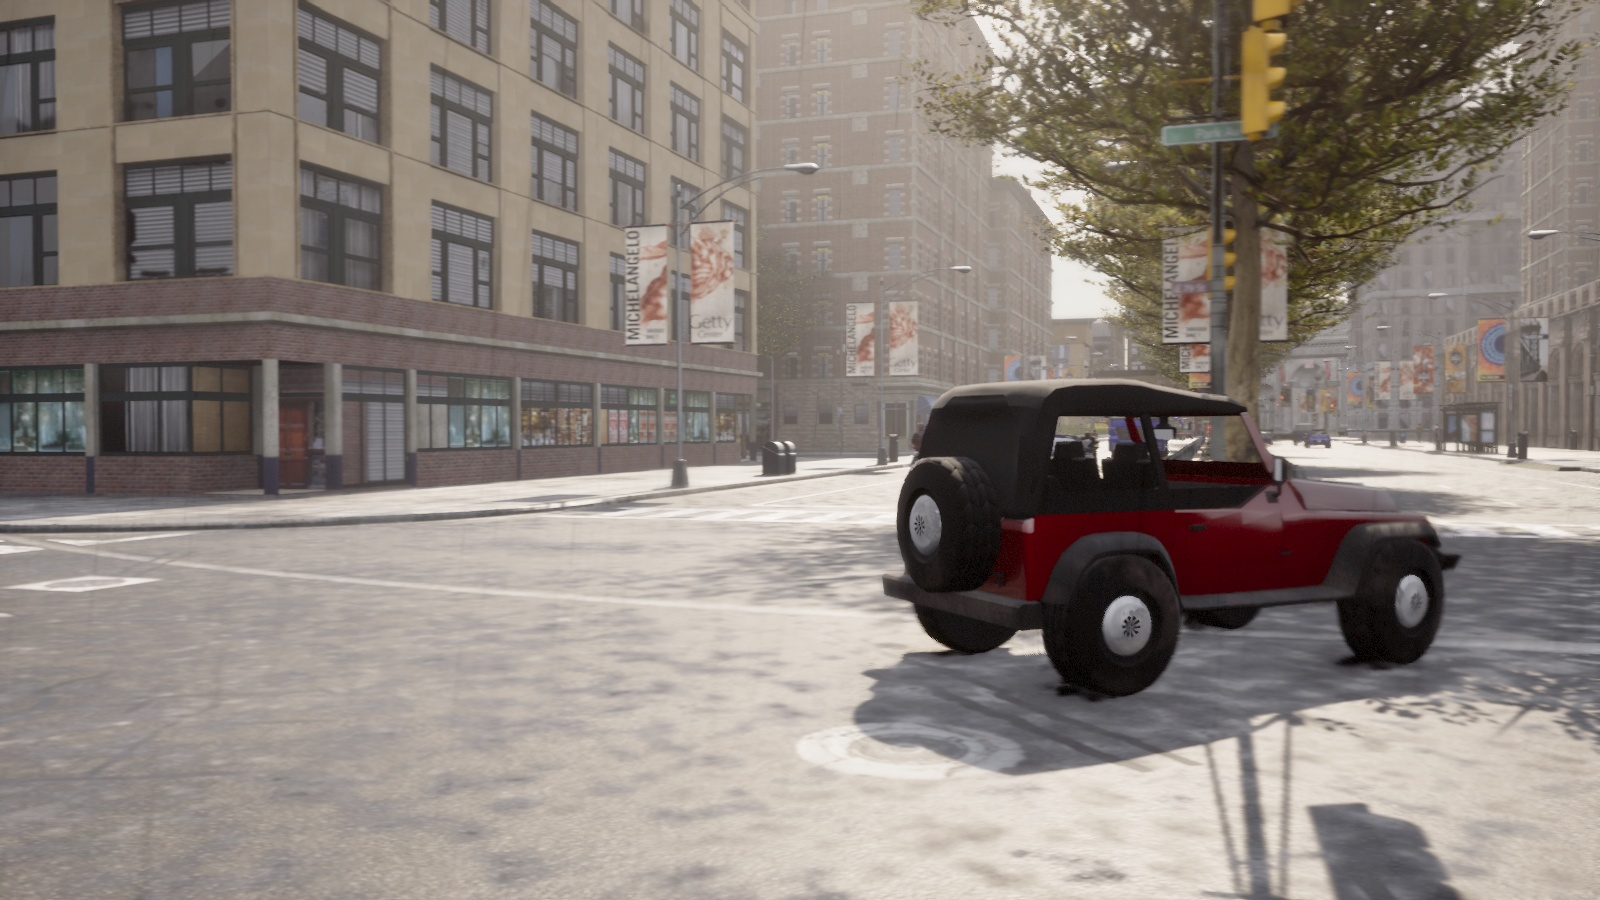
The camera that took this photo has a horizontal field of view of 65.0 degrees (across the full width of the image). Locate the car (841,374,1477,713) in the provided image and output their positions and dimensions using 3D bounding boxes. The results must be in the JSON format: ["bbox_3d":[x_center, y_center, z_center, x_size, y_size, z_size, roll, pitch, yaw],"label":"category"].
[{"bbox_3d":[2.442,0.493,8.616,3.866,1.878,1.905,0,1,-25],"label":"car"}]
